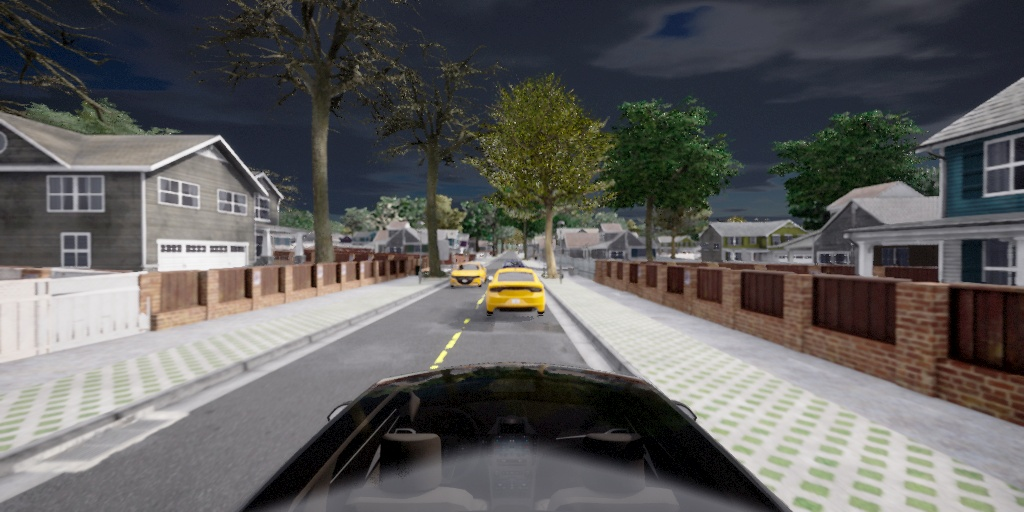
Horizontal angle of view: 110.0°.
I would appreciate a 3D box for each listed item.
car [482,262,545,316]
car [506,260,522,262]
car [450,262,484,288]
[{"bbox_3d":[0.121,1.184,13.254,1.882,1.535,5.008,0,1,0],"label":"car"},{"bbox_3d":[0.148,1.077,29.571,1.882,1.535,5.008,0,0,0],"label":"car"},{"bbox_3d":[-2.714,1.144,23.144,1.882,1.535,5.008,0,0,0],"label":"car"}]
